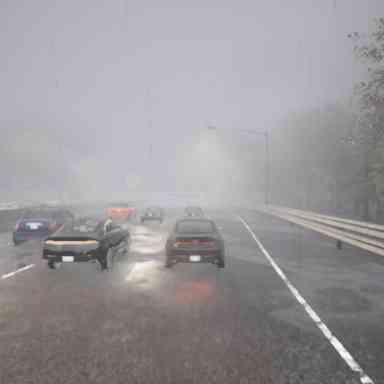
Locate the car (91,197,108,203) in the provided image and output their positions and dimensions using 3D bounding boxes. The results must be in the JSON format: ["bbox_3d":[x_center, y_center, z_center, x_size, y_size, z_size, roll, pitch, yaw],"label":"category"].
[{"bbox_3d":[-20.933,2.064,77.467,2.150,2.045,5.566,0,-1,0],"label":"car"}]

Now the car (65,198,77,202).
[{"bbox_3d":[-27.933,2.194,77.531,2.097,1.767,4.553,0,-1,0],"label":"car"}]

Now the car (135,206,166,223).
[{"bbox_3d":[-3.380,1.964,29.545,2.033,1.411,5.357,0,-1,0],"label":"car"}]

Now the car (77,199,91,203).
[{"bbox_3d":[-24.433,2.338,77.495,1.837,1.490,4.892,0,-1,0],"label":"car"}]

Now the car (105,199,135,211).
[{"bbox_3d":[-6.876,1.823,33.347,2.097,1.767,4.553,0,-1,0],"label":"car"}]

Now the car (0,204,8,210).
[{"bbox_3d":[-21.063,2.046,36.821,1.812,1.442,4.674,0,-1,0],"label":"car"}]

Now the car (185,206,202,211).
[{"bbox_3d":[0.121,1.964,29.562,2.033,1.411,5.357,0,-1,0],"label":"car"}]

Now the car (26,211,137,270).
[{"bbox_3d":[-3.405,1.654,11.582,2.128,1.511,4.902,0,-1,0],"label":"car"}]

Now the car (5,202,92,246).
[{"bbox_3d":[-6.891,1.583,16.634,2.097,1.767,4.553,0,-1,0],"label":"car"}]

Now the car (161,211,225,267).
[{"bbox_3d":[0.098,1.674,11.977,1.837,1.490,4.892,0,0,0],"label":"car"}]
